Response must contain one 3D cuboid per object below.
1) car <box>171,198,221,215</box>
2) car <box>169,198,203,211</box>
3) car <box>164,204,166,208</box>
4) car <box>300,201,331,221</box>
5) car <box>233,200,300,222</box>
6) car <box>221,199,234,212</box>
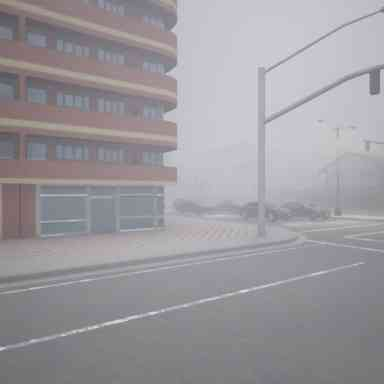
[{"bbox_3d":[0.321,1.545,34.738,2.033,1.411,5.357,0,0,-34],"label":"car"},{"bbox_3d":[-0.839,1.505,42.595,1.837,1.490,4.892,0,0,-35],"label":"car"},{"bbox_3d":[-5.392,1.547,43.038,2.033,1.411,5.357,0,0,-34],"label":"car"},{"bbox_3d":[9.279,1.526,27.914,1.812,1.442,4.674,0,0,-34],"label":"car"},{"bbox_3d":[5.844,1.505,26.709,1.837,1.490,4.892,0,0,-34],"label":"car"},{"bbox_3d":[4.344,1.526,35.085,1.812,1.442,4.674,0,0,-34],"label":"car"}]
